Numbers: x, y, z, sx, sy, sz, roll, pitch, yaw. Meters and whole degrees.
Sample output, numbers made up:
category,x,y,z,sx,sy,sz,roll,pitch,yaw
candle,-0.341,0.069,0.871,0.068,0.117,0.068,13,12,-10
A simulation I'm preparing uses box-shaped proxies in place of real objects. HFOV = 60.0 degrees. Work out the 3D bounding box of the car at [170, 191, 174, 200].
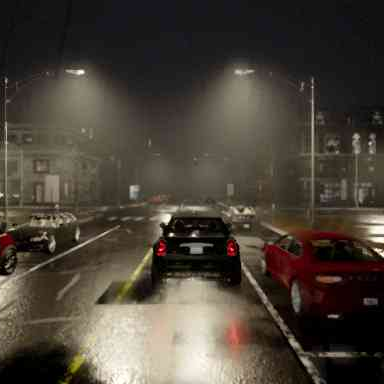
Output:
category,x,y,z,sx,sy,sz,roll,pitch,yaw
car,-5.692,0.992,73.110,1.967,1.590,4.097,0,0,0

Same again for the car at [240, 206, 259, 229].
category,x,y,z,sx,sy,sz,roll,pitch,yaw
car,2.693,1.435,18.622,2.008,1.369,4.403,0,0,0

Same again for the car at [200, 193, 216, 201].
category,x,y,z,sx,sy,sz,roll,pitch,yaw
car,2.690,1.251,51.012,1.947,1.339,4.313,0,0,0

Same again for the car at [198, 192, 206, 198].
category,x,y,z,sx,sy,sz,roll,pitch,yaw
car,2.687,0.895,89.663,1.967,1.590,4.097,0,0,0

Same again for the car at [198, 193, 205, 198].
category,x,y,z,sx,sy,sz,roll,pitch,yaw
car,2.686,0.973,95.186,2.008,1.369,4.403,0,0,0

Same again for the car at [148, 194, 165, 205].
category,x,y,z,sx,sy,sz,roll,pitch,yaw
car,-5.690,1.267,51.024,1.802,1.307,4.206,0,0,0

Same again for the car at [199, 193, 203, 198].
category,x,y,z,sx,sy,sz,roll,pitch,yaw
car,2.689,1.200,62.054,1.802,1.307,4.206,0,0,0

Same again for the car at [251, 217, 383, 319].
category,x,y,z,sx,sy,sz,roll,pitch,yaw
car,2.694,1.499,7.238,1.887,1.381,4.507,0,0,0

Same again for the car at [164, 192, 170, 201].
category,x,y,z,sx,sy,sz,roll,pitch,yaw
car,-5.692,1.169,62.067,2.008,1.369,4.403,0,0,0

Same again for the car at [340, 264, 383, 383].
category,x,y,z,sx,sy,sz,roll,pitch,yaw
car,2.695,1.540,1.546,2.008,1.369,4.403,0,0,0

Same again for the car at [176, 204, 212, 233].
category,x,y,z,sx,sy,sz,roll,pitch,yaw
car,0.090,1.478,19.712,1.895,1.301,4.718,0,0,0

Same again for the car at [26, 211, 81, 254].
category,x,y,z,sx,sy,sz,roll,pitch,yaw
car,-5.687,1.470,12.946,2.008,1.369,4.403,0,0,0

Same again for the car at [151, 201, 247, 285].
category,x,y,z,sx,sy,sz,roll,pitch,yaw
car,0.099,1.292,9.489,2.097,1.767,4.553,0,0,0

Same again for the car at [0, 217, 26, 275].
category,x,y,z,sx,sy,sz,roll,pitch,yaw
car,-5.685,1.394,7.253,1.967,1.590,4.097,0,0,0
